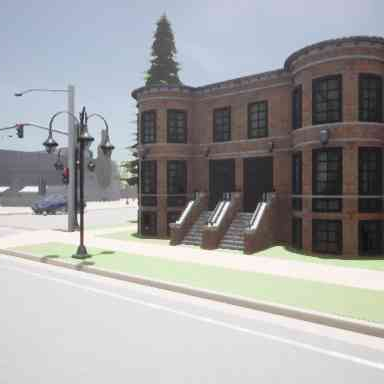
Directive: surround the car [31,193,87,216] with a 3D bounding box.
[{"bbox_3d":[-13.246,1.138,33.589,2.150,2.045,5.566,0,1,32],"label":"car"}]
